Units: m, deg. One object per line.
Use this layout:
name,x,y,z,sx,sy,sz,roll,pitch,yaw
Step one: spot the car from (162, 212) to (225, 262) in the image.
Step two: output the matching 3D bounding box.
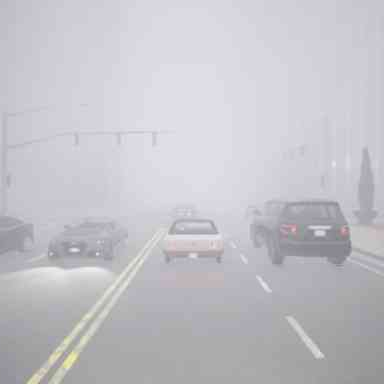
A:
car,0.058,1.608,12.115,1.895,1.301,4.718,0,0,0

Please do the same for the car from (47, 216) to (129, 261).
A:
car,-3.575,1.571,12.113,1.994,1.385,4.181,0,0,0

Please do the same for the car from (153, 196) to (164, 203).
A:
car,-7.010,1.595,69.115,1.994,1.385,4.181,0,0,0

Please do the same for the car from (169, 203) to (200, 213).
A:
car,-0.629,1.563,25.301,2.033,1.411,5.357,0,0,-11

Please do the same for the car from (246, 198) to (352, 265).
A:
car,3.554,1.229,11.851,2.150,2.045,5.566,0,0,1

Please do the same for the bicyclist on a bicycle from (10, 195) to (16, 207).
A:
bicyclist on a bicycle,-26.426,1.331,49.179,0.582,1.620,1.656,0,0,-1

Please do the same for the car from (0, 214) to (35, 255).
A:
car,-7.078,1.484,10.954,1.882,1.535,5.008,0,0,0
